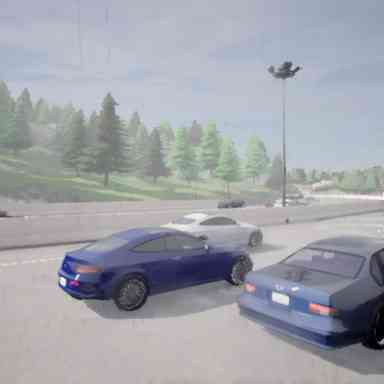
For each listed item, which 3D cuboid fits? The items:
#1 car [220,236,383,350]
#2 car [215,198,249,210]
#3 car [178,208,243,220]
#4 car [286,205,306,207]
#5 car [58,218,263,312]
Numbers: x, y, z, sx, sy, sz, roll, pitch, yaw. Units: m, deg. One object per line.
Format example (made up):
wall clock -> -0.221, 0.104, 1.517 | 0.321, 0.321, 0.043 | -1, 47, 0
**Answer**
car -> 3.251, 1.566, 6.267 | 5.357, 1.411, 2.033 | 0, 0, -37
car -> 5.579, 1.612, 45.853 | 1.882, 1.535, 5.008 | 0, 0, 45
car -> 0.815, 1.565, 13.269 | 4.674, 1.442, 1.812 | 0, 0, -38
car -> 12.076, 1.711, 37.483 | 4.718, 1.301, 1.895 | 0, 0, -45
car -> -0.626, 1.549, 7.758 | 4.674, 1.442, 1.812 | 0, 0, -37
